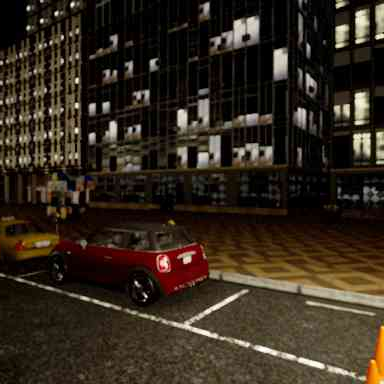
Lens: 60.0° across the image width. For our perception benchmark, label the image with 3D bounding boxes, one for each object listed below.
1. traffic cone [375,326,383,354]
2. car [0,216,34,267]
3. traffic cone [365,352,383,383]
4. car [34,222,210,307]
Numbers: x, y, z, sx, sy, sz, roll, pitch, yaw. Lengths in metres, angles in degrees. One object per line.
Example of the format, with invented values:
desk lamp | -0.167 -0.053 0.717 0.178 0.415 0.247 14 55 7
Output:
traffic cone | 2.350 1.958 4.098 0.340 0.580 0.340 0 0 35
car | -6.379 1.521 11.304 4.829 1.417 1.752 0 0 35
traffic cone | 1.781 1.958 3.276 0.340 0.580 0.340 0 0 35
car | -1.694 1.439 8.063 4.097 1.590 1.967 0 0 35
